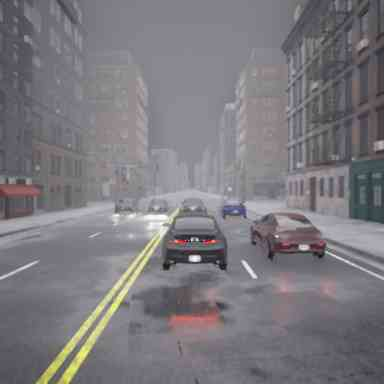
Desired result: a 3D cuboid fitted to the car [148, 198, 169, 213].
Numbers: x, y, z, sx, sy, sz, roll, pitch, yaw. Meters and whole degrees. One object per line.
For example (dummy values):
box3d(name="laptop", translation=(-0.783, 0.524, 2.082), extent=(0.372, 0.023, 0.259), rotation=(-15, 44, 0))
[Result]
box3d(name="car", translation=(-3.350, 1.322, 33.842), extent=(2.128, 1.511, 4.902), rotation=(0, 0, 0))

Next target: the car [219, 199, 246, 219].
box3d(name="car", translation=(3.329, 1.337, 27.895), extent=(1.882, 1.535, 5.008), rotation=(0, 0, 0))

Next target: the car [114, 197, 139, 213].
box3d(name="car", translation=(-6.601, 1.335, 33.976), extent=(1.837, 1.490, 4.892), rotation=(0, 0, 0))

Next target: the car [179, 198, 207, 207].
box3d(name="car", translation=(0.075, 1.221, 26.220), extent=(2.097, 1.767, 4.553), rotation=(0, 0, 0))

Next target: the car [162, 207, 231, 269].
box3d(name="car", translation=(0.080, 1.448, 10.890), extent=(1.837, 1.490, 4.892), rotation=(0, 0, 0))

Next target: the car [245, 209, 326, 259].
box3d(name="car", translation=(3.334, 1.464, 12.184), extent=(1.812, 1.442, 4.674), rotation=(0, 0, 0))
